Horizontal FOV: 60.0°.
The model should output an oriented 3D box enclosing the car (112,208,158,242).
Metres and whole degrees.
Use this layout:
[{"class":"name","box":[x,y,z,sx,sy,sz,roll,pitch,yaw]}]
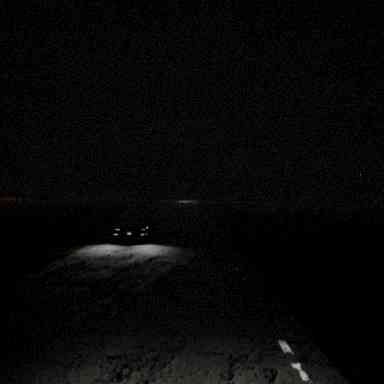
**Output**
[{"class":"car","box":[-2.846,1.654,17.497,1.837,1.490,4.892,0,0,0]}]
